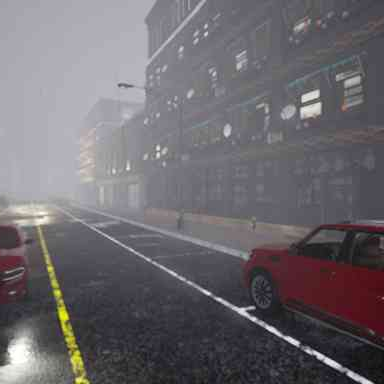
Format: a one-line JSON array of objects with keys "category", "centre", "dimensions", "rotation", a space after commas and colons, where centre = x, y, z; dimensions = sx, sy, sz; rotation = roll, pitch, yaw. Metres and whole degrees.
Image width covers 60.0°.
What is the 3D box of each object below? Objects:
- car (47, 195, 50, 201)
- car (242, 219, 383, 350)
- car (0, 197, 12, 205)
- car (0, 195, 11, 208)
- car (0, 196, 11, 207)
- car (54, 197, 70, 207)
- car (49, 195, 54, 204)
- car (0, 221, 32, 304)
[{"category": "car", "centre": [-34.413, 1.511, 80.963], "dimensions": [2.008, 1.369, 4.403], "rotation": [0, 0, -26]}, {"category": "car", "centre": [2.822, 1.316, 5.060], "dimensions": [2.192, 1.841, 5.009], "rotation": [0, 0, -26]}, {"category": "car", "centre": [-32.010, 1.515, 57.036], "dimensions": [1.887, 1.381, 4.507], "rotation": [0, 0, -26]}, {"category": "car", "centre": [-27.045, 1.291, 46.916], "dimensions": [2.192, 1.841, 5.009], "rotation": [0, 0, -26]}, {"category": "car", "centre": [-29.527, 1.413, 51.975], "dimensions": [1.967, 1.590, 4.097], "rotation": [0, 0, -26]}, {"category": "car", "centre": [-19.595, 1.505, 50.755], "dimensions": [1.752, 1.417, 4.829], "rotation": [0, 0, -26]}, {"category": "car", "centre": [-24.484, 1.519, 60.723], "dimensions": [1.887, 1.381, 4.507], "rotation": [0, 0, -26]}, {"category": "car", "centre": [-4.931, 1.474, 7.938], "dimensions": [1.882, 1.535, 5.008], "rotation": [0, 0, -26]}]
